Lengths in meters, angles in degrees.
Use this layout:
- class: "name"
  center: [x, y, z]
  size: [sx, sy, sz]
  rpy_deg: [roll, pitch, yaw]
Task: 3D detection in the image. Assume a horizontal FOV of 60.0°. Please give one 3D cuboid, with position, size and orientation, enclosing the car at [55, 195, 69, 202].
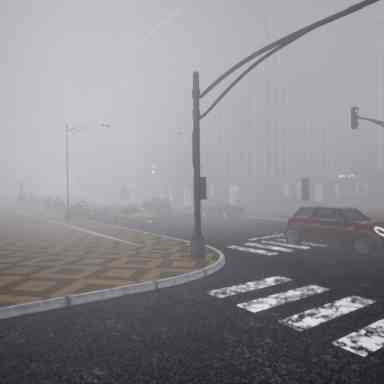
- class: "car"
  center: [-26.746, 1.407, 68.274]
  size: [1.802, 1.307, 4.206]
  rpy_deg: [-1, 1, -36]

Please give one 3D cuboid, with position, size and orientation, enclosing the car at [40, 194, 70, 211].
- class: "car"
  center: [-16.960, 1.429, 41.101]
  size: [1.967, 1.590, 4.097]
  rpy_deg: [-1, 1, -36]

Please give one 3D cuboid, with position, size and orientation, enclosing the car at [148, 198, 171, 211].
- class: "car"
  center: [-4.033, 1.328, 36.696]
  size: [1.967, 1.590, 4.097]
  rpy_deg: [-1, 1, -36]

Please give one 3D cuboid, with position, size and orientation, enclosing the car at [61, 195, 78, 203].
- class: "car"
  center: [-23.508, 1.385, 63.757]
  size: [2.008, 1.369, 4.403]
  rpy_deg: [-1, 1, -36]

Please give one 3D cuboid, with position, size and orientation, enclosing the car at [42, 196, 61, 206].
- class: "car"
  center: [-22.565, 1.390, 53.319]
  size: [1.812, 1.442, 4.674]
  rpy_deg: [-1, 1, -36]

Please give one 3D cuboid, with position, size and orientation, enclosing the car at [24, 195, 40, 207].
- class: "car"
  center: [-23.436, 1.411, 50.133]
  size: [1.967, 1.590, 4.097]
  rpy_deg: [-1, 1, -36]

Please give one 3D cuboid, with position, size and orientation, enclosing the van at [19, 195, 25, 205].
- class: "van"
  center: [-26.675, 1.303, 54.648]
  size: [1.690, 1.788, 3.998]
  rpy_deg: [-1, 1, -36]

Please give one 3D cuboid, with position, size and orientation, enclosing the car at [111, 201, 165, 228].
- class: "car"
  center: [-4.012, 1.552, 22.824]
  size: [1.752, 1.417, 4.829]
  rpy_deg: [-1, 1, -36]

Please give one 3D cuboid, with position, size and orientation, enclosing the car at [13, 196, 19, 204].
- class: "car"
  center: [-33.150, 1.494, 63.682]
  size: [2.008, 1.369, 4.403]
  rpy_deg: [-1, 1, -36]

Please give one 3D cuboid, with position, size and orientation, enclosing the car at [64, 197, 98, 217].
- class: "car"
  center: [-10.432, 1.533, 31.898]
  size: [1.752, 1.417, 4.829]
  rpy_deg: [-1, 1, -36]

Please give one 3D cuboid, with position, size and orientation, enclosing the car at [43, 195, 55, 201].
- class: "car"
  center: [-33.322, 1.331, 77.443]
  size: [1.752, 1.417, 4.829]
  rpy_deg: [-1, 1, -36]

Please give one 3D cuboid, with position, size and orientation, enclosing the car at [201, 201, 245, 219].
- class: "car"
  center: [2.503, 1.455, 27.705]
  size: [2.008, 1.369, 4.403]
  rpy_deg: [-1, 1, -36]

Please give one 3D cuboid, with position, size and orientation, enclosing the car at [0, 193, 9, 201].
- class: "car"
  center: [-46.102, 1.449, 81.745]
  size: [1.887, 1.381, 4.507]
  rpy_deg: [-1, 1, -36]

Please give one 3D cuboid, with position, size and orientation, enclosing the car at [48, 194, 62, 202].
- class: "car"
  center: [-29.985, 1.256, 72.788]
  size: [1.967, 1.590, 4.097]
  rpy_deg: [-1, 1, -36]

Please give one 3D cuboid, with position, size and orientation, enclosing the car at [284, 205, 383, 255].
- class: "car"
  center: [6.042, 1.351, 13.438]
  size: [2.097, 1.767, 4.553]
  rpy_deg: [0, 0, -36]
